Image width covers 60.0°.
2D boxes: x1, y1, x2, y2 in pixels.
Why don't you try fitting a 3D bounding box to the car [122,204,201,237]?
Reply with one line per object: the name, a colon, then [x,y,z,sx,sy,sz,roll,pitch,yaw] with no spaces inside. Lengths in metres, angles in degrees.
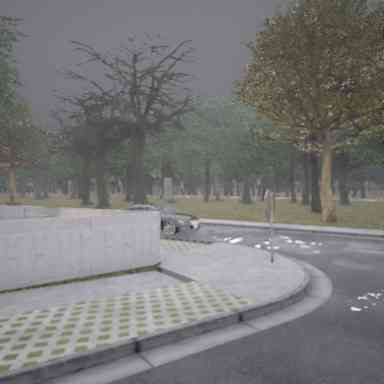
car: [-1.882,1.398,17.642,4.902,1.511,2.128,1,1,32]
